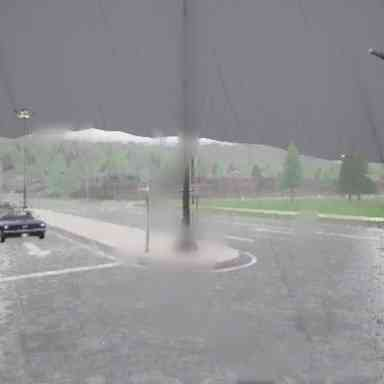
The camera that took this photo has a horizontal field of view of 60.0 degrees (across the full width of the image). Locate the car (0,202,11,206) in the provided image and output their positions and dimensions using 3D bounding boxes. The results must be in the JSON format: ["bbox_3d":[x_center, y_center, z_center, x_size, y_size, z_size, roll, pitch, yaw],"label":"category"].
[{"bbox_3d":[-13.842,1.478,23.915,2.128,1.511,4.902,0,0,-35],"label":"car"}]

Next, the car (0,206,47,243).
[{"bbox_3d":[-8.594,1.588,16.427,1.895,1.301,4.718,0,0,-35],"label":"car"}]
